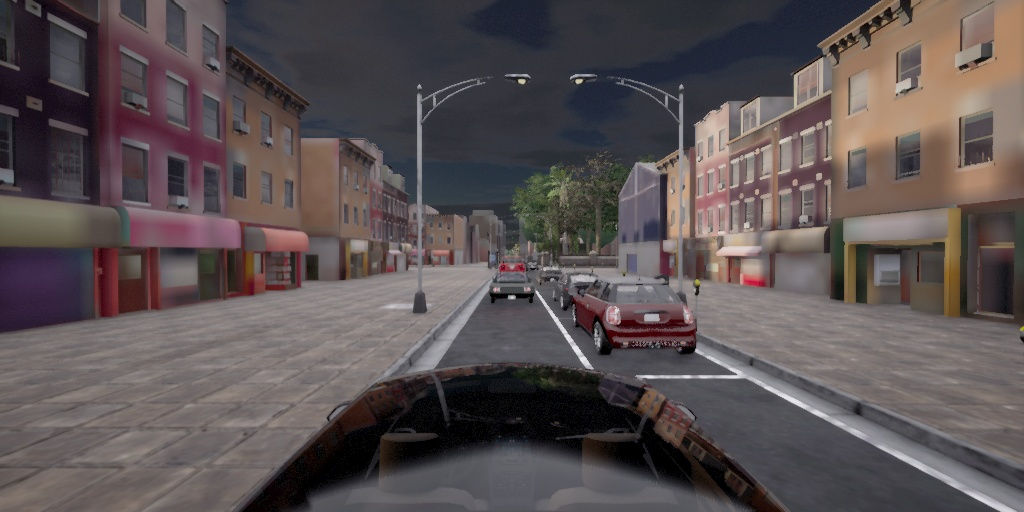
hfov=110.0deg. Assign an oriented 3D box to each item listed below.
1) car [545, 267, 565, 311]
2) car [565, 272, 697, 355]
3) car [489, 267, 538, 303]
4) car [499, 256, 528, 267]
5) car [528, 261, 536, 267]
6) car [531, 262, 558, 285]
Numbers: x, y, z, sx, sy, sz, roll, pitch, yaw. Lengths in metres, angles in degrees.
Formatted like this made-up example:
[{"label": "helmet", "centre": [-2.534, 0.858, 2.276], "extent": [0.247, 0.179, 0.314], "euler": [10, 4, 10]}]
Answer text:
[{"label": "car", "centre": [2.637, 1.300, 14.296], "extent": [2.007, 1.370, 4.403], "euler": [0, 0, 0]}, {"label": "car", "centre": [2.637, 1.186, 8.675], "extent": [1.967, 1.591, 4.097], "euler": [0, 0, 0]}, {"label": "car", "centre": [0.000, 1.368, 16.532], "extent": [1.895, 1.301, 4.718], "euler": [0, 0, 0]}, {"label": "car", "centre": [0.000, 1.028, 31.534], "extent": [2.150, 2.045, 5.566], "euler": [0, 0, 0]}, {"label": "car", "centre": [2.637, 1.379, 48.026], "extent": [1.948, 1.339, 4.313], "euler": [0, 0, 0]}, {"label": "car", "centre": [2.637, 1.310, 25.539], "extent": [2.007, 1.370, 4.403], "euler": [0, 0, 0]}]
